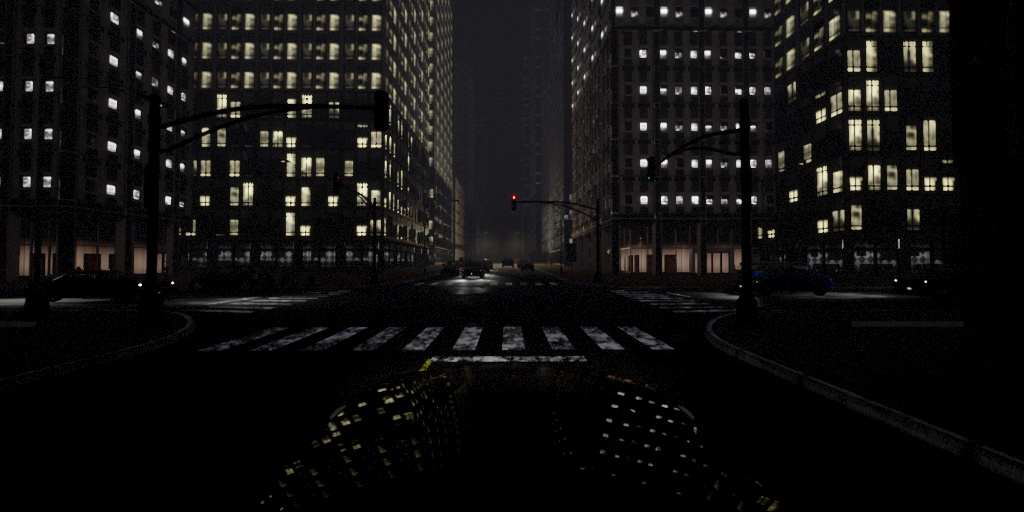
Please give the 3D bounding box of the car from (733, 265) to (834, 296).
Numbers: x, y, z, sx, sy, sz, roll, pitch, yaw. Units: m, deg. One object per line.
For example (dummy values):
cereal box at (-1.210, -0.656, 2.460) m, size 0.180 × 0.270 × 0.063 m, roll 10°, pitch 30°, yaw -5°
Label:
car at (14.524, 1.341, 19.211) m, size 4.674 × 1.442 × 1.812 m, roll 0°, pitch -1°, yaw -2°

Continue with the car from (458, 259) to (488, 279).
car at (-3.519, 1.266, 33.214) m, size 1.837 × 1.490 × 4.892 m, roll 0°, pitch 0°, yaw -1°

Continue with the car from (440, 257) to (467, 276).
car at (-6.160, 1.202, 37.027) m, size 1.967 × 1.591 × 4.097 m, roll 0°, pitch 0°, yaw -1°

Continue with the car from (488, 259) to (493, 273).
car at (-3.653, 1.366, 43.431) m, size 1.895 × 1.301 × 4.718 m, roll 0°, pitch 0°, yaw -1°

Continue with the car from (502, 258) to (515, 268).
car at (-0.725, 1.125, 63.973) m, size 2.097 × 1.767 × 4.553 m, roll 0°, pitch 0°, yaw -1°

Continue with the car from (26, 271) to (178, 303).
car at (-17.657, 1.301, 15.660) m, size 4.718 × 1.301 × 1.895 m, roll 0°, pitch -1°, yaw -1°

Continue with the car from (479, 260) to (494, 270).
car at (-3.790, 1.316, 54.068) m, size 2.033 × 1.411 × 5.357 m, roll 0°, pitch 0°, yaw -1°

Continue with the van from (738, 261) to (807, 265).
van at (15.717, 1.210, 21.807) m, size 3.998 × 1.789 × 1.690 m, roll 0°, pitch 0°, yaw -1°

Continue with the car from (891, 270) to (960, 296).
car at (23.568, 1.434, 19.315) m, size 4.718 × 1.301 × 1.895 m, roll 0°, pitch -1°, yaw -1°

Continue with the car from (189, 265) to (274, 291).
car at (-16.755, 1.255, 21.447) m, size 4.097 × 1.591 × 1.967 m, roll 0°, pitch 0°, yaw -1°

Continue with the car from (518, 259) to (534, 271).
car at (2.070, 1.349, 48.350) m, size 1.802 × 1.307 × 4.207 m, roll 0°, pitch 0°, yaw -1°

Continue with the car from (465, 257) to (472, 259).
car at (-6.309, 1.081, 48.176) m, size 2.192 × 1.841 × 5.009 m, roll 0°, pitch 0°, yaw -1°

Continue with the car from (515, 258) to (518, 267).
car at (1.920, 1.296, 59.675) m, size 1.751 × 1.417 × 4.829 m, roll 0°, pitch 0°, yaw -1°
